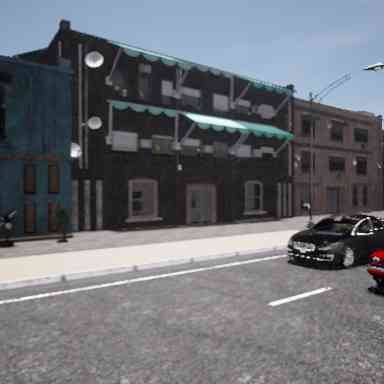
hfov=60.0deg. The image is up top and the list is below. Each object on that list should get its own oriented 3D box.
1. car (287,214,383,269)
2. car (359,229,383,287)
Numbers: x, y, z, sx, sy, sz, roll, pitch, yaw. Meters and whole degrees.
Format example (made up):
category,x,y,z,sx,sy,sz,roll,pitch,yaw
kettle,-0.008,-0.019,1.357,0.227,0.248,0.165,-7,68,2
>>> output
category,x,y,z,sx,sy,sz,roll,pitch,yaw
car,5.335,1.548,11.481,4.892,1.490,1.837,0,0,-35
car,6.341,1.640,8.209,4.718,1.301,1.895,0,0,-35
